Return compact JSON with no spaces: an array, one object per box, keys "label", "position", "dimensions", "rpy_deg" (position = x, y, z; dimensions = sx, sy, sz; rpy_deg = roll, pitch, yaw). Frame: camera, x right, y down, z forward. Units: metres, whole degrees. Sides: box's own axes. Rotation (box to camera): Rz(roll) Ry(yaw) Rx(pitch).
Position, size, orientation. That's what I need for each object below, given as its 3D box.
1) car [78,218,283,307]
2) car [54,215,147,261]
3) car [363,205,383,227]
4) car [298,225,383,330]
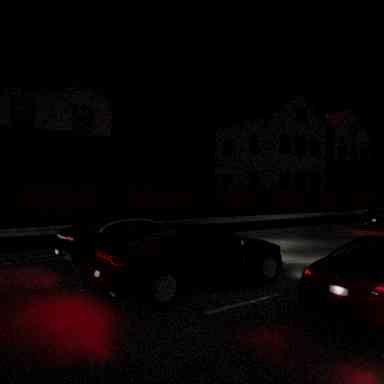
[{"label":"car","position":[0.106,1.498,8.119],"dimensions":[5.008,1.535,1.882],"rpy_deg":[0,0,-35]},{"label":"car","position":[-1.921,1.512,10.973],"dimensions":[4.902,1.511,2.128],"rpy_deg":[0,0,-36]},{"label":"car","position":[13.121,1.578,21.700],"dimensions":[5.008,1.535,1.882],"rpy_deg":[0,0,-35]},{"label":"car","position":[4.042,1.594,6.627],"dimensions":[4.181,1.385,1.994],"rpy_deg":[0,0,-36]}]
